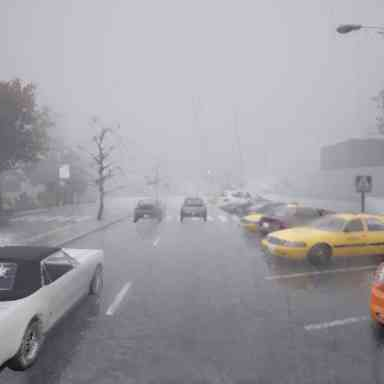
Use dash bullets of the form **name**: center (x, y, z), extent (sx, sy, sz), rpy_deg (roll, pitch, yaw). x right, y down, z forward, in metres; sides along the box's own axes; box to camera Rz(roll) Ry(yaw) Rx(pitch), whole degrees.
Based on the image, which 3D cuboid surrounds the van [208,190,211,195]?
- **van**: center (5.000, 0.856, 46.698), extent (4.442, 1.987, 1.878), rpy_deg (1, 1, -20)

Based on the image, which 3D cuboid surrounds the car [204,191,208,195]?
- **car**: center (4.936, 1.063, 49.658), extent (5.366, 1.575, 1.946), rpy_deg (1, 1, -20)

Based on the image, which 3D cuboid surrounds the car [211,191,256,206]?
- **car**: center (5.124, 0.918, 31.844), extent (5.566, 2.045, 2.435), rpy_deg (1, 0, -20)

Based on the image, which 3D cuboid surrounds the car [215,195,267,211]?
- **car**: center (5.103, 1.149, 34.810), extent (5.008, 1.535, 2.097), rpy_deg (1, 1, -20)

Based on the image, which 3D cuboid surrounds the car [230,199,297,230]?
- **car**: center (4.910, 1.304, 16.856), extent (5.366, 1.575, 1.946), rpy_deg (1, 1, -20)

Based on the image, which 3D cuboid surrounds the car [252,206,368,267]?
- **car**: center (4.905, 1.376, 10.890), extent (5.366, 1.575, 1.946), rpy_deg (1, 1, -20)

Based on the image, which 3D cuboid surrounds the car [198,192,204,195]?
- **car**: center (0.132, 1.126, 40.919), extent (1.837, 1.490, 4.892), rpy_deg (0, 0, 0)

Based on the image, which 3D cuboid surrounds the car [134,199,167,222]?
- **car**: center (-2.882, 1.254, 23.412), extent (1.837, 1.490, 4.892), rpy_deg (0, 1, 0)

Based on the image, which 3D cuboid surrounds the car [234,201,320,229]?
- **car**: center (5.081, 1.317, 19.905), extent (4.674, 1.452, 2.002), rpy_deg (1, 0, -20)

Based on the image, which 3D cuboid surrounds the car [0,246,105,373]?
- **car**: center (-2.896, 1.550, 5.529), extent (1.895, 1.301, 4.718), rpy_deg (0, 1, 0)

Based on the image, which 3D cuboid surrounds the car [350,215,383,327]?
- **car**: center (5.046, 1.321, 4.979), extent (4.553, 1.767, 2.185), rpy_deg (1, 0, -20)

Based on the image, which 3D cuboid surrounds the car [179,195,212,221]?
- **car**: center (0.117, 1.229, 24.341), extent (2.128, 1.511, 4.902), rpy_deg (0, 0, 0)

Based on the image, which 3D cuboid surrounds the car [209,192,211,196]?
- **car**: center (5.275, 1.112, 40.843), extent (5.366, 1.575, 1.946), rpy_deg (1, 0, -20)

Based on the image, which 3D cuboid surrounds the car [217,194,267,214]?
- **car**: center (5.102, 1.195, 28.844), extent (4.892, 1.521, 2.231), rpy_deg (1, 1, -20)

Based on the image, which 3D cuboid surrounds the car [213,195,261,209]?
- **car**: center (5.093, 1.132, 37.795), extent (4.892, 1.521, 2.231), rpy_deg (1, 0, -20)

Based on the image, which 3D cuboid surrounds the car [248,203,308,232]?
- **car**: center (5.107, 1.374, 13.952), extent (4.792, 1.488, 2.163), rpy_deg (1, 0, -20)
